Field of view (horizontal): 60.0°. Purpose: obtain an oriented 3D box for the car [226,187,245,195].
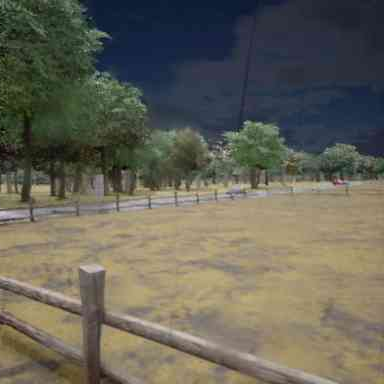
[{"bbox_3d":[7.691,-0.210,58.187,1.812,1.442,4.674,0,2,36],"label":"car"}]
